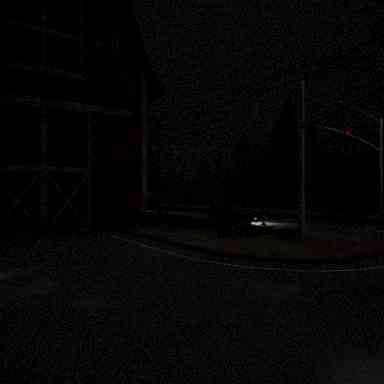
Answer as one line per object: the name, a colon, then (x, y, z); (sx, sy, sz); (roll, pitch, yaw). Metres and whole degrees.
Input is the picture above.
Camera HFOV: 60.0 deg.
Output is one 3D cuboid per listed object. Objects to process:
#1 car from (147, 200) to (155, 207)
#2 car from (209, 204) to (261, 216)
car: (-7.323, 1.893, 50.704); (1.994, 1.385, 4.181); (0, 0, -34)
car: (3.497, 1.738, 28.368); (2.033, 1.411, 5.357); (0, 0, -34)
